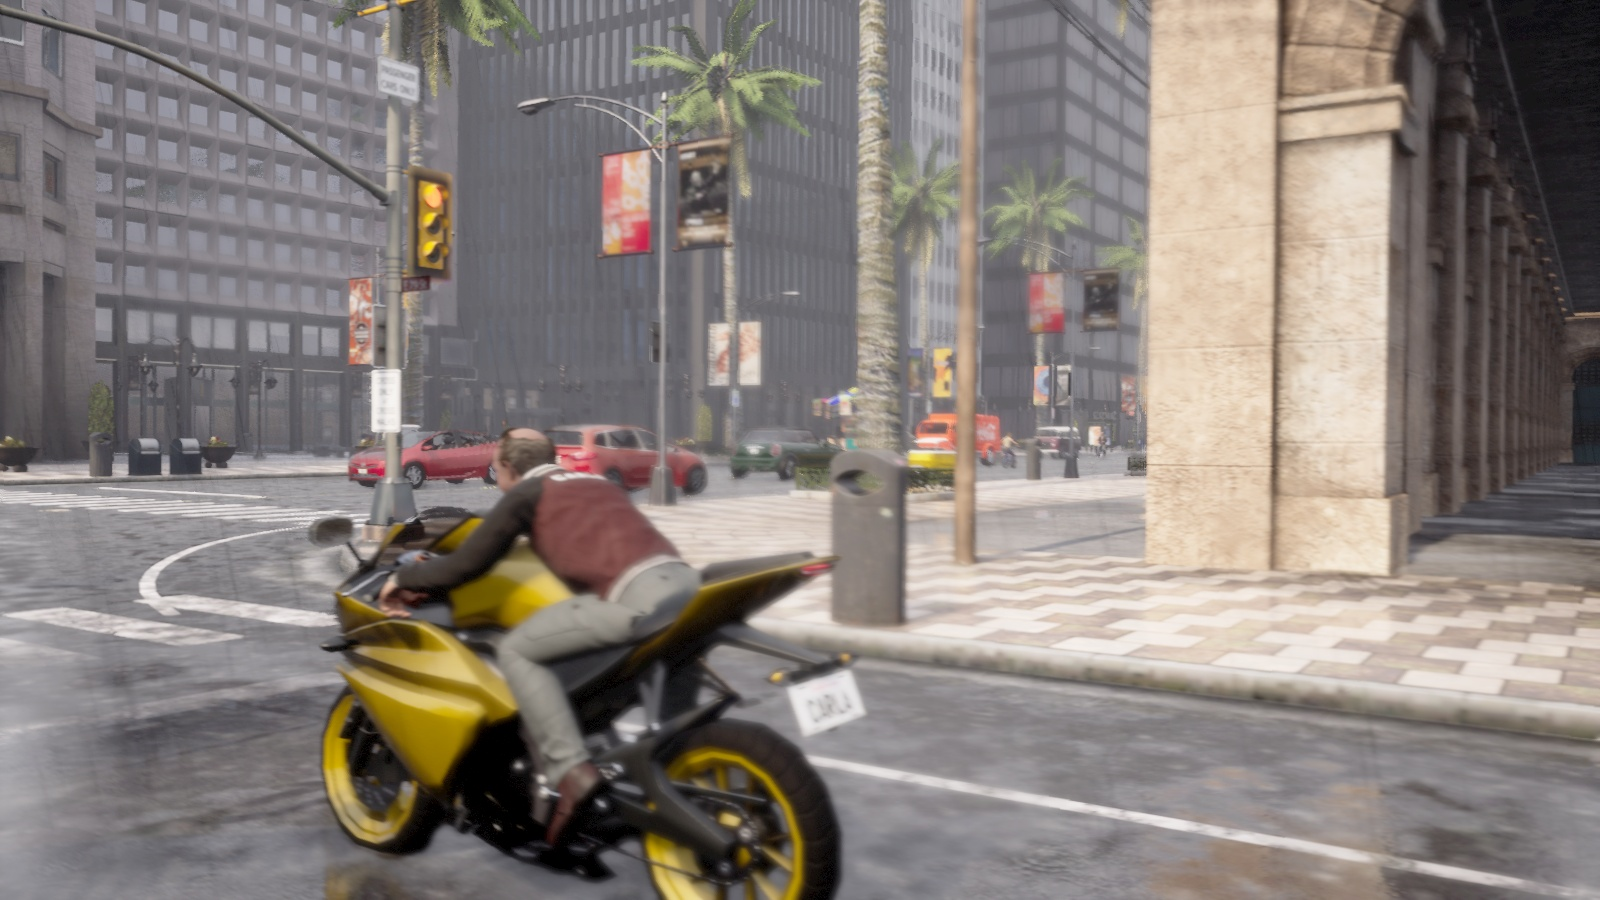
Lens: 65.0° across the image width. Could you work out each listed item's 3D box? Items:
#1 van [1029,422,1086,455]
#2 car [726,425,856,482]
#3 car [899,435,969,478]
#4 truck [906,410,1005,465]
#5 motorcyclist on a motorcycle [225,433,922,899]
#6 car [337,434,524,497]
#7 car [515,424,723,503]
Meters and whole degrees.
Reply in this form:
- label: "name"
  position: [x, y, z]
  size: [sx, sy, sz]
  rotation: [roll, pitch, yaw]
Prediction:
- label: "van"
  position: [16.368, -0.733, 79.727]
  size: [2.069, 2.038, 4.480]
  rotation: [0, 0, 33]
- label: "car"
  position: [-0.221, 0.063, 41.311]
  size: [2.097, 1.767, 4.553]
  rotation: [0, 1, 33]
- label: "car"
  position: [4.523, 0.198, 42.181]
  size: [1.481, 1.376, 2.207]
  rotation: [0, 1, 33]
- label: "truck"
  position: [7.400, -0.577, 59.319]
  size: [2.627, 2.467, 5.204]
  rotation: [0, 0, 33]
- label: "motorcyclist on a motorcycle"
  position: [-0.790, 0.723, 4.039]
  size: [2.191, 1.530, 0.866]
  rotation: [0, 1, 33]
- label: "car"
  position: [-9.714, 0.352, 33.333]
  size: [2.007, 1.525, 4.514]
  rotation: [0, 1, 33]
- label: "car"
  position: [-4.098, 0.246, 29.158]
  size: [2.242, 1.667, 4.611]
  rotation: [0, 1, 34]
